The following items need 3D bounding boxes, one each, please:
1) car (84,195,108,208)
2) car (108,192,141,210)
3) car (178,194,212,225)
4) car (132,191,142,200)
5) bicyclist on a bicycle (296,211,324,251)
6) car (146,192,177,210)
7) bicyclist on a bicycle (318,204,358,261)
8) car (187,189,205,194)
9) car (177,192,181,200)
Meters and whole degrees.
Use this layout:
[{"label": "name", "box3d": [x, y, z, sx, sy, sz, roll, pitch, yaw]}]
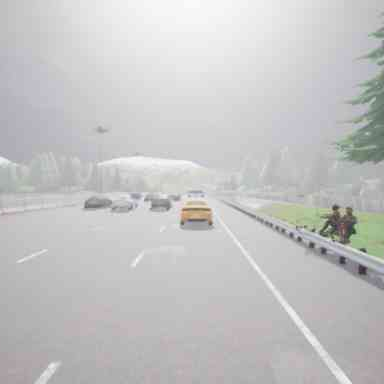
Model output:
[{"label": "car", "box3d": [-10.066, 1.011, 35.834, 1.994, 1.385, 4.181, 0, 1, 1]}, {"label": "car", "box3d": [-6.595, 1.024, 33.073, 1.812, 1.442, 4.674, 0, 1, 1]}, {"label": "car", "box3d": [0.279, 1.167, 21.449, 1.882, 1.535, 5.008, 0, 1, 1]}, {"label": "car", "box3d": [-9.828, 0.621, 57.447, 1.882, 1.535, 5.008, 0, 0, 1]}, {"label": "bicyclist on a bicycle", "box3d": [4.680, 1.189, 11.693, 1.656, 1.620, 0.582, 41, 16, 19]}, {"label": "car", "box3d": [-3.081, 0.984, 34.348, 2.128, 1.511, 4.902, 0, 1, 1]}, {"label": "bicyclist on a bicycle", "box3d": [4.736, 1.216, 10.233, 0.582, 1.620, 1.656, -1, -44, 45]}, {"label": "car", "box3d": [0.512, 0.605, 42.702, 2.150, 2.045, 5.566, 0, 1, 1]}, {"label": "car", "box3d": [-2.845, 0.748, 55.876, 1.994, 1.385, 4.181, 0, 1, 1]}]
